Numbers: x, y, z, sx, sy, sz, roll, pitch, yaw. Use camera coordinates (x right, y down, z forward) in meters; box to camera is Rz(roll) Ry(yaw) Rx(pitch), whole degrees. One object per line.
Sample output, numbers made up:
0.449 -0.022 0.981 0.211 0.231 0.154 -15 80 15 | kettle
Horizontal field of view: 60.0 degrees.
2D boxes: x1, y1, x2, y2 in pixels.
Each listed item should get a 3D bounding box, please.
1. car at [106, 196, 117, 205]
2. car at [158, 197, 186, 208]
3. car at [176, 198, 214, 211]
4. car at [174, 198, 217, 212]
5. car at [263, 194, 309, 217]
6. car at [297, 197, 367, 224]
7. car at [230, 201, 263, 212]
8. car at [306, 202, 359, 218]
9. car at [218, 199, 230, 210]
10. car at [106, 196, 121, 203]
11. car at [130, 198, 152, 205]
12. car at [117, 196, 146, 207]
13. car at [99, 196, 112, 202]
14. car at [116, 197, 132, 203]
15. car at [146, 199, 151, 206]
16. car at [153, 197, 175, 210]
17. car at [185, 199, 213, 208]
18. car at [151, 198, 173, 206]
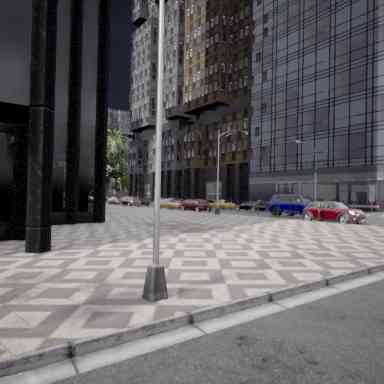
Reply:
-12.361 1.534 54.479 1.802 1.307 4.206 2 -1 -35 | car
-3.212 1.595 51.639 2.128 1.511 4.902 2 -1 -35 | car
0.271 1.563 41.347 2.033 1.411 5.357 2 -1 -35 | car
0.373 1.487 36.598 1.887 1.381 4.507 2 -1 -35 | car
9.203 1.224 28.796 2.150 2.045 5.566 2 -1 -35 | car
9.906 1.372 23.215 1.967 1.590 4.097 2 -1 -36 | car
7.317 1.733 41.537 1.947 1.339 4.313 2 -1 -35 | car
13.682 1.727 32.598 1.947 1.339 4.313 2 -1 -35 | car
4.037 1.696 46.146 1.752 1.417 4.829 2 -1 -35 | car
-18.241 1.702 77.433 1.752 1.417 4.829 2 -1 -35 | car
-9.300 1.706 60.111 1.895 1.301 4.718 2 -1 -35 | car
-9.174 1.391 50.011 1.967 1.590 4.097 2 -1 -35 | car
-21.326 1.758 81.763 1.802 1.307 4.206 2 -1 -35 | car
-14.961 1.743 72.824 1.947 1.339 4.313 2 -1 -35 | car
-8.812 1.518 54.261 1.882 1.535 5.008 2 -1 -35 | car
-2.711 1.471 40.930 1.752 1.417 4.829 2 -1 -35 | car
0.952 1.725 50.476 2.008 1.369 4.403 2 -1 -35 | car
-5.413 1.728 59.416 2.008 1.369 4.403 2 -1 -35 | car
